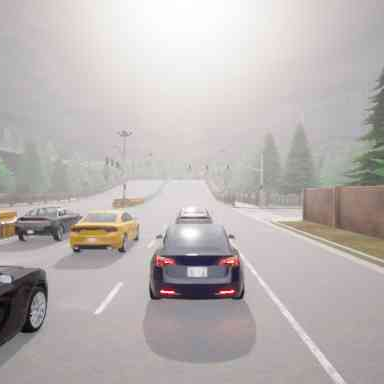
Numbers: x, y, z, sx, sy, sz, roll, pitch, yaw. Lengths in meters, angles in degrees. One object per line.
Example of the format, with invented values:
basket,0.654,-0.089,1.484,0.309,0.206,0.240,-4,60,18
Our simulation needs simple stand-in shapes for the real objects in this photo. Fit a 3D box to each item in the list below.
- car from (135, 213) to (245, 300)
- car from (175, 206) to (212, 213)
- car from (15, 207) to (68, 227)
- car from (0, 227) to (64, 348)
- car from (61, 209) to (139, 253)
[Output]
car,0.098,1.503,8.423,2.163,1.488,4.792,0,0,0
car,0.093,1.491,17.514,2.128,1.511,4.902,0,0,0
car,-6.905,1.491,16.624,2.128,1.511,4.902,0,0,0
car,-3.400,1.478,3.760,1.882,1.535,5.008,0,0,0
car,-3.404,1.478,13.777,1.882,1.535,5.008,0,0,0
